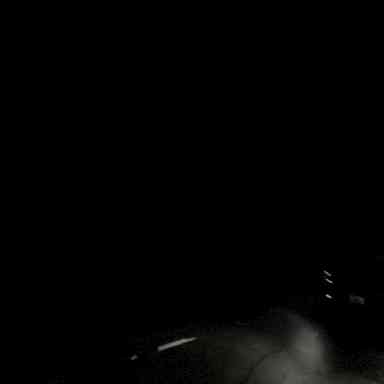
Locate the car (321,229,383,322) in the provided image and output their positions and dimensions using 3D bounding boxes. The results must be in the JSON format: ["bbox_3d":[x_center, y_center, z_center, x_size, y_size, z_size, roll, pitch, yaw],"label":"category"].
[{"bbox_3d":[4.673,1.490,6.938,5.008,1.535,1.882,0,0,-37],"label":"car"}]
